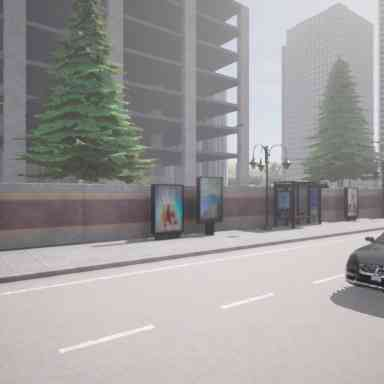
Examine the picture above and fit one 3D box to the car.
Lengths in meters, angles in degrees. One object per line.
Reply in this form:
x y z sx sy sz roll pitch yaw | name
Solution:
5.670 1.506 8.109 4.892 1.490 1.837 0 0 -36 | car
